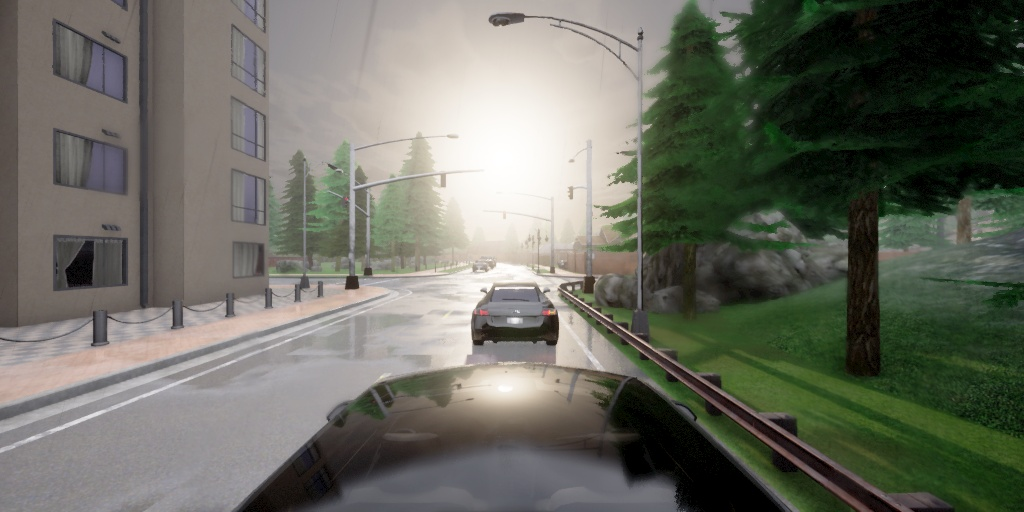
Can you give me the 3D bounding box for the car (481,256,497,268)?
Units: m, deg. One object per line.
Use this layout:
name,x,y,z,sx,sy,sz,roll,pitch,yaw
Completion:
car,-3.976,0.942,56.163,2.150,2.045,5.566,0,0,0

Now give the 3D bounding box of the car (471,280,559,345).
car,0.083,1.314,9.468,1.994,1.385,4.181,0,0,1

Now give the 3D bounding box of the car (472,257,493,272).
car,-3.934,1.212,45.556,2.128,1.511,4.902,0,0,0
